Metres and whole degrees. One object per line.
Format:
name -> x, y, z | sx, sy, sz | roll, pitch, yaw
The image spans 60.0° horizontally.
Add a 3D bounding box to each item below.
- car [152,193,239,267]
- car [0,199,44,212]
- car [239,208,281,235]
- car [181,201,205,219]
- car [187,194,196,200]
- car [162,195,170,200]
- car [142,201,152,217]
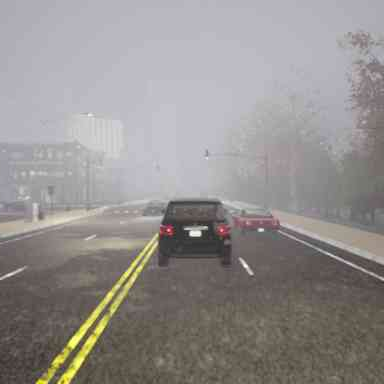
car -> 0.084, 1.184, 11.452 | 2.150, 2.045, 5.566 | 0, 0, 0
car -> -20.014, 1.700, 39.801 | 4.313, 1.339, 1.947 | -1, 1, 0
car -> 3.325, 1.541, 18.206 | 1.895, 1.301, 4.718 | 0, 0, 0
car -> 0.034, 1.508, 29.001 | 1.895, 1.301, 4.718 | 0, 0, -1
car -> -0.139, 1.219, 89.849 | 2.128, 1.511, 4.902 | 0, 0, 0
car -> -6.630, 1.318, 85.037 | 1.895, 1.301, 4.718 | 0, 0, 0
car -> -3.308, 1.469, 30.409 | 1.994, 1.385, 4.181 | 0, 0, 0
